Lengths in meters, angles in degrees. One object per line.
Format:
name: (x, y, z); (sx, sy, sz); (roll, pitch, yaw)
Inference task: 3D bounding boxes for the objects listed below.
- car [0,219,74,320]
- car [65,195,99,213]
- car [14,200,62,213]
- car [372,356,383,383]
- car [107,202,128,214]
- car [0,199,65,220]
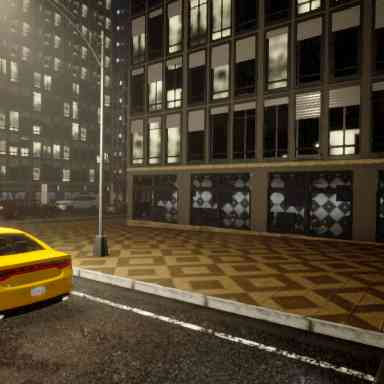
car: (-4.551, 1.474, 6.898); (5.008, 1.535, 1.882); (0, 0, 35)
car: (-13.784, 1.415, 40.214); (2.150, 2.045, 5.566); (1, 0, 36)
car: (-17.924, 1.643, 38.972); (1.752, 1.417, 4.829); (1, 0, 36)
car: (3.556, 1.548, 1.162); (5.357, 1.411, 2.033); (0, 0, 35)
car: (-7.628, 1.830, 38.839); (1.752, 1.417, 4.829); (1, 0, 36)
car: (-14.399, 1.519, 29.608); (2.192, 1.841, 5.009); (1, 0, 36)
